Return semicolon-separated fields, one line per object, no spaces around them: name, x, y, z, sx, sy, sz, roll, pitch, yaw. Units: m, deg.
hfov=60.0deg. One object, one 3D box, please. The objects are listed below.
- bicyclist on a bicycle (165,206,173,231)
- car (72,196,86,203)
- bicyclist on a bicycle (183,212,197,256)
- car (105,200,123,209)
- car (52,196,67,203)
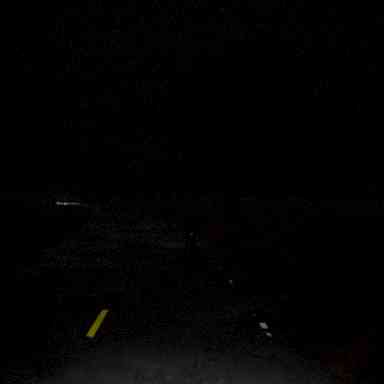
bicyclist on a bicycle;-1.568;1.781;22.495;0.582;1.620;1.656;2;-1;-11
car;-23.626;1.622;69.739;1.812;1.442;4.674;3;-1;-38
bicyclist on a bicycle;-0.061;1.638;13.087;0.582;1.620;1.656;2;-1;-7
car;-11.915;1.854;50.709;2.033;1.411;5.357;3;-1;-26
car;-28.176;1.541;70.663;1.895;1.301;4.718;3;-1;-38
